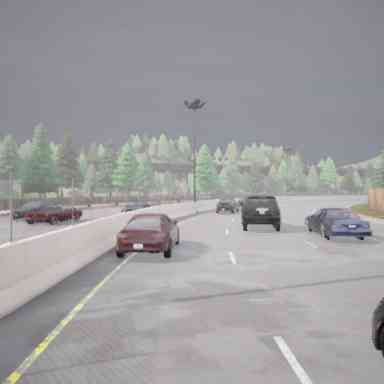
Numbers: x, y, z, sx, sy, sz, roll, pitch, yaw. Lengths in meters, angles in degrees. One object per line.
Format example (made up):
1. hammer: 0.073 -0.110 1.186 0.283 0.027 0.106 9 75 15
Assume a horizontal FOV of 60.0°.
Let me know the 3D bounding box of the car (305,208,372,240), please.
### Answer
1. car: 7.225 1.538 16.928 2.033 1.411 5.357 0 0 6

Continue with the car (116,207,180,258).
1. car: -1.541 1.518 12.600 1.812 1.442 4.674 0 0 3

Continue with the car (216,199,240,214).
1. car: 3.911 1.485 35.569 1.837 1.490 4.892 0 0 18

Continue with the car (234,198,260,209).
1. car: 7.631 1.521 45.757 2.033 1.411 5.357 0 0 25

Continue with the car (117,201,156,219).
1. car: -4.890 1.546 29.806 1.994 1.385 4.181 0 0 13

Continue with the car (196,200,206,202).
1. car: 2.126 1.487 65.315 1.812 1.442 4.674 0 0 32

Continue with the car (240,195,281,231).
1. car: 4.234 1.209 20.813 2.150 2.045 5.566 0 0 8

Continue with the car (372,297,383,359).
1. car: 3.403 1.502 2.491 1.837 1.490 4.892 0 0 -3
